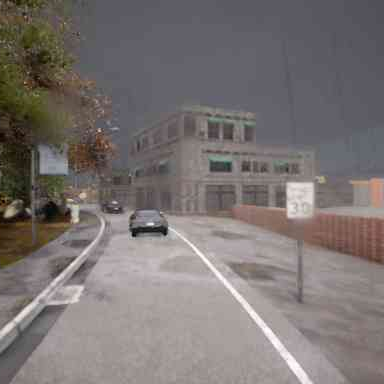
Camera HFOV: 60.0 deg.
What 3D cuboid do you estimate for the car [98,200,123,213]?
[{"bbox_3d":[-9.341,1.681,38.721,1.812,1.442,4.674,0,0,-25],"label":"car"}]

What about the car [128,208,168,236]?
[{"bbox_3d":[-2.553,1.605,18.911,1.994,1.385,4.181,0,0,-12],"label":"car"}]
